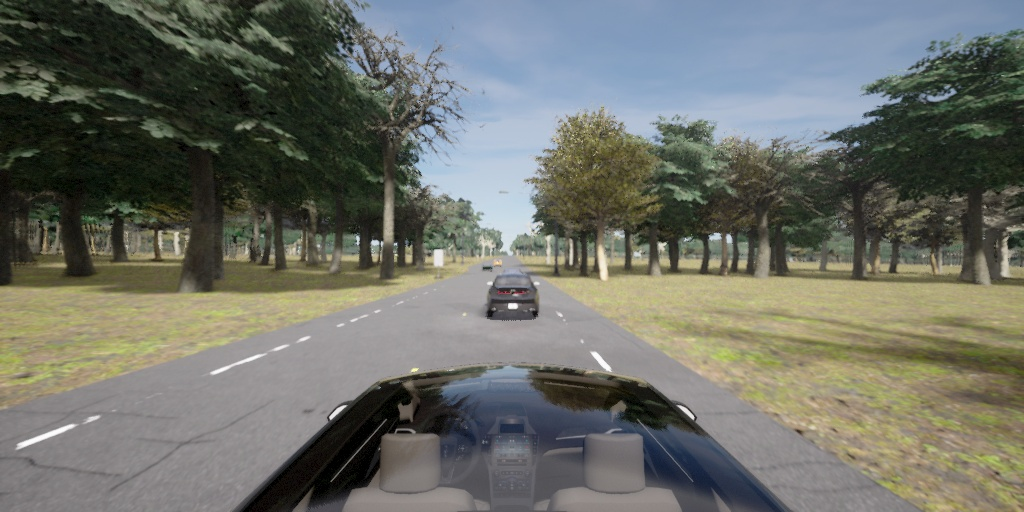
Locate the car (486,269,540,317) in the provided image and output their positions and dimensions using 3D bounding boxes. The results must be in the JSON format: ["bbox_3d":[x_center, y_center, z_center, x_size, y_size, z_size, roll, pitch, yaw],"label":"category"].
[{"bbox_3d":[0.051,1.420,14.045,1.837,1.490,4.892,0,-1,1],"label":"car"}]

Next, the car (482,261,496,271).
[{"bbox_3d":[-4.128,1.855,59.985,1.895,1.301,4.718,0,0,-4],"label":"car"}]

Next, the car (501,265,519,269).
[{"bbox_3d":[0.033,1.618,26.976,2.033,1.411,5.357,0,-1,1],"label":"car"}]
